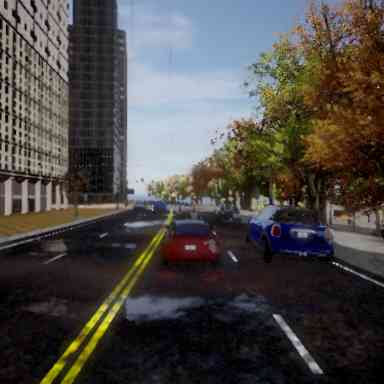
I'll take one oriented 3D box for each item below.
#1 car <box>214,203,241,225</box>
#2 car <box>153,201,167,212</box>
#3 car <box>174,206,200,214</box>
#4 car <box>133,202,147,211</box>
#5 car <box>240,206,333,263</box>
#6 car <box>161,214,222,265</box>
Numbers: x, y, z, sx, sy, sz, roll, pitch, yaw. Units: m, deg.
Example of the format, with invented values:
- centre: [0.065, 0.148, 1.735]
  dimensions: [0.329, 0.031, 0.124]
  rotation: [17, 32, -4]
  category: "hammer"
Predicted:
- centre: [2.896, 1.706, 27.296]
  dimensions: [2.128, 1.511, 4.902]
  rotation: [6, 3, -1]
  category: "car"
- centre: [-4.791, 2.166, 50.576]
  dimensions: [1.882, 1.535, 5.008]
  rotation: [0, -1, -3]
  category: "car"
- centre: [-0.406, 1.862, 27.315]
  dimensions: [2.128, 1.511, 4.902]
  rotation: [0, -1, -1]
  category: "car"
- centre: [-8.135, 2.263, 52.387]
  dimensions: [2.033, 1.411, 5.357]
  rotation: [0, -1, -3]
  category: "car"
- centre: [3.271, 1.293, 11.989]
  dimensions: [2.097, 1.767, 4.553]
  rotation: [5, 0, 0]
  category: "car"
- centre: [-0.064, 1.734, 12.452]
  dimensions: [1.994, 1.385, 4.181]
  rotation: [0, -1, 0]
  category: "car"
